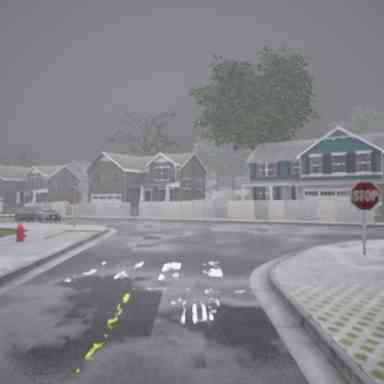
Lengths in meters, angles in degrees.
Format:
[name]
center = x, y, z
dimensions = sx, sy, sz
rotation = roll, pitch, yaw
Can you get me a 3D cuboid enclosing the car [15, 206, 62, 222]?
[car]
center = -12.803, 1.882, 27.746
dimensions = 4.181, 1.385, 1.994
rotation = -1, -1, 31
